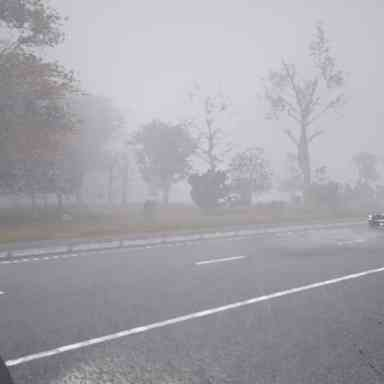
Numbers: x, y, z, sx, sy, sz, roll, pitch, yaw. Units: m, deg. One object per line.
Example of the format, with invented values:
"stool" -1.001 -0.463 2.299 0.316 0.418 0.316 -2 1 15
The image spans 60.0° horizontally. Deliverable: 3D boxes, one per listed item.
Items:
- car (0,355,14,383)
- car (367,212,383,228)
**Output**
"car" -3.012 1.558 1.485 4.181 1.385 1.994 0 0 -36
"car" 12.911 1.549 20.468 4.718 1.301 1.895 0 0 -31
